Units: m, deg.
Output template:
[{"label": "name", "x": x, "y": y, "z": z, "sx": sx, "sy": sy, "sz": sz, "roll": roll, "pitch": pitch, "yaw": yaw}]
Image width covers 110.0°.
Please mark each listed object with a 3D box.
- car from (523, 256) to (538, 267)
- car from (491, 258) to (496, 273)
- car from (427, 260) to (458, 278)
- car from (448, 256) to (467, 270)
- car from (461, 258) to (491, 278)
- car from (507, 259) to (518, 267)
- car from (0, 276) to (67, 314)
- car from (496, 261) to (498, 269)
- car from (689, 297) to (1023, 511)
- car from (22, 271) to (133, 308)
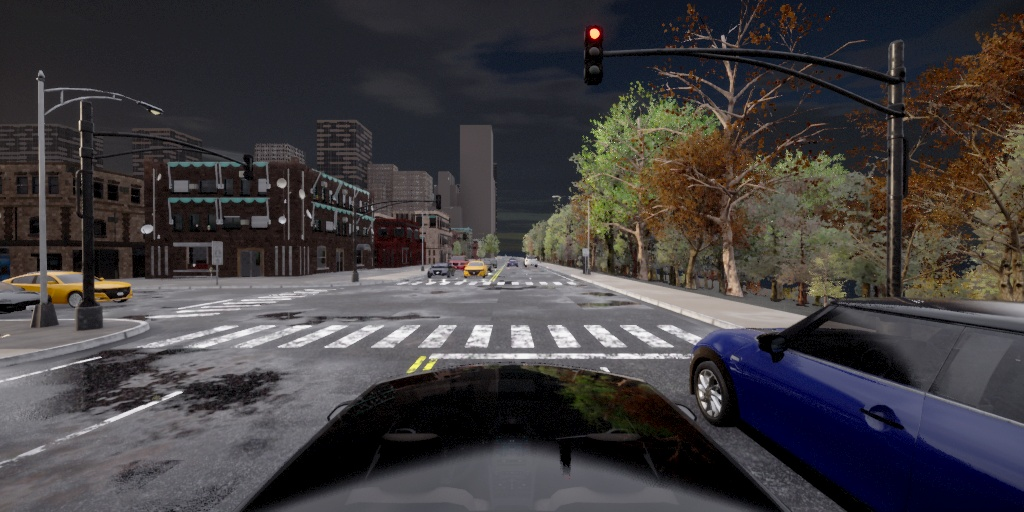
[{"label": "car", "x": 3.353, "y": 0.948, "z": 63.641, "sx": 2.150, "sy": 2.045, "sz": 5.566, "roll": 0, "pitch": 0, "yaw": 0}, {"label": "car", "x": -3.350, "y": 1.240, "z": 44.118, "sx": 1.837, "sy": 1.490, "sz": 4.892, "roll": 0, "pitch": 0, "yaw": 0}, {"label": "car", "x": -6.601, "y": 1.303, "z": 33.778, "sx": 1.994, "sy": 1.385, "sz": 4.181, "roll": 0, "pitch": 0, "yaw": 0}, {"label": "car", "x": -6.600, "y": 0.959, "z": 44.392, "sx": 2.150, "sy": 2.045, "sz": 5.566, "roll": 0, "pitch": 0, "yaw": 0}, {"label": "car", "x": -3.351, "y": 1.217, "z": 33.982, "sx": 1.882, "sy": 1.535, "sz": 5.008, "roll": 0, "pitch": 0, "yaw": 0}, {"label": "car", "x": 0.100, "y": 1.252, "z": 64.490, "sx": 1.812, "sy": 1.442, "sz": 4.674, "roll": 0, "pitch": 0, "yaw": 0}, {"label": "car", "x": -19.947, "y": 1.564, "z": 13.290, "sx": 4.313, "sy": 1.339, "sz": 1.948, "roll": 0, "pitch": 0, "yaw": 0}, {"label": "car", "x": -3.335, "y": 1.082, "z": 55.272, "sx": 2.097, "sy": 1.767, "sz": 4.553, "roll": 0, "pitch": 0, "yaw": 0}, {"label": "car", "x": 3.351, "y": 1.102, "z": 2.833, "sx": 2.097, "sy": 1.767, "sz": 4.553, "roll": 0, "pitch": 0, "yaw": 0}, {"label": "car", "x": -20.009, "y": 1.450, "z": 15.985, "sx": 5.008, "sy": 1.535, "sz": 1.882, "roll": -1, "pitch": 1, "yaw": -1}]
